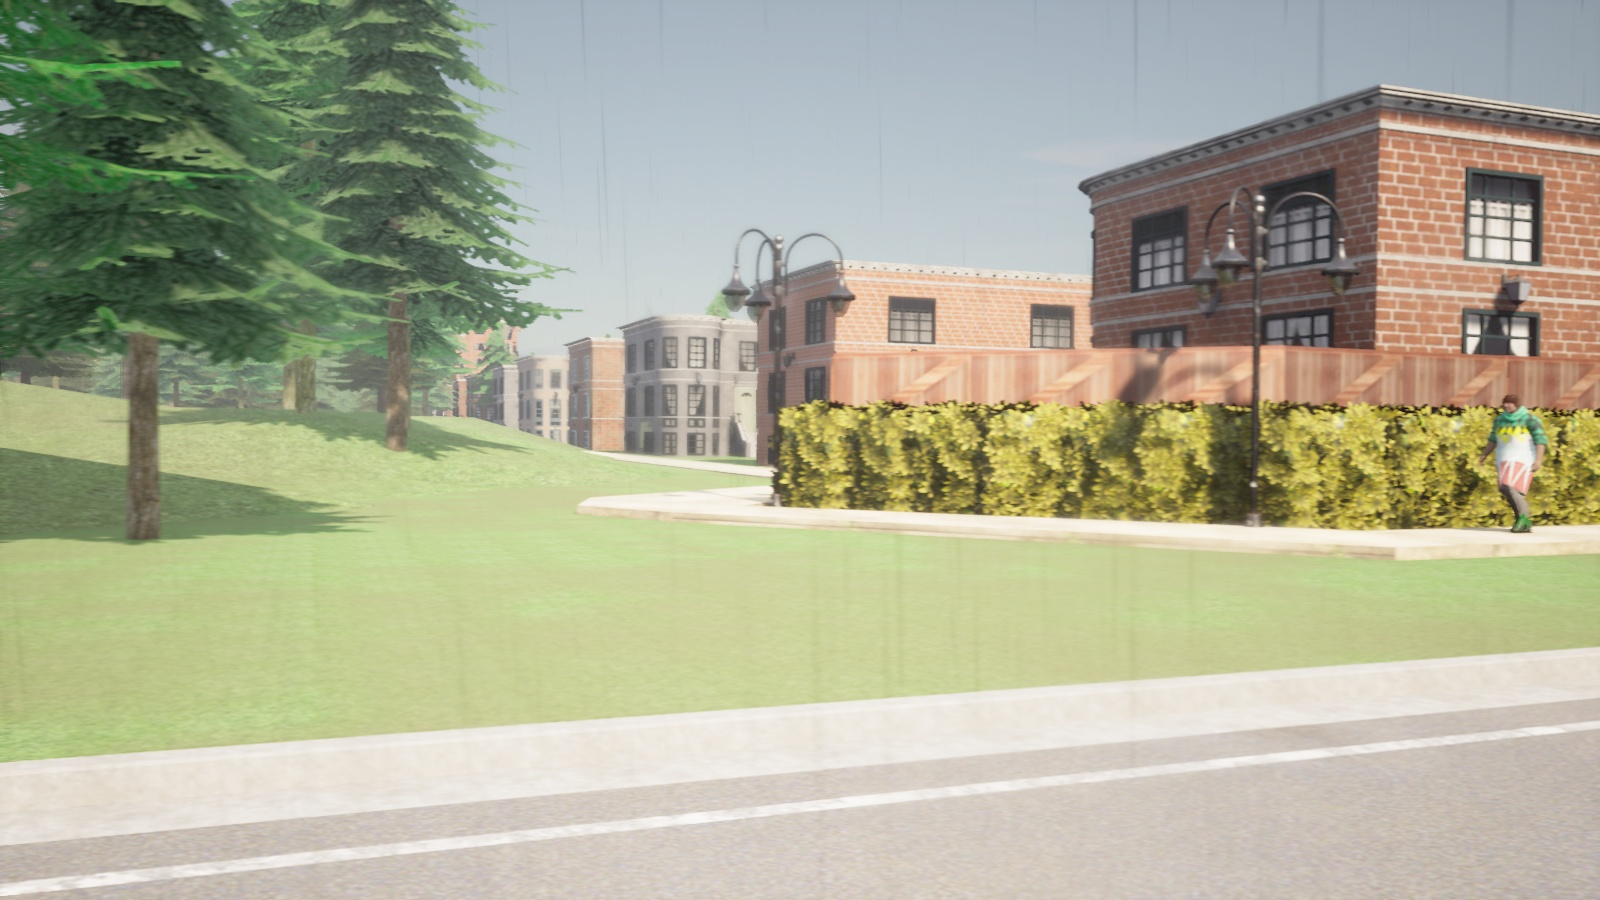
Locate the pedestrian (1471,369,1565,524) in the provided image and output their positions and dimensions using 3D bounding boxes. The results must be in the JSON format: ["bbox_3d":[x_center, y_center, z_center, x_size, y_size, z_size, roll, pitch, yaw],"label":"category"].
[{"bbox_3d":[9.307,-0.059,16.289,0.873,1.952,0.659,-1,1,-21],"label":"pedestrian"}]
